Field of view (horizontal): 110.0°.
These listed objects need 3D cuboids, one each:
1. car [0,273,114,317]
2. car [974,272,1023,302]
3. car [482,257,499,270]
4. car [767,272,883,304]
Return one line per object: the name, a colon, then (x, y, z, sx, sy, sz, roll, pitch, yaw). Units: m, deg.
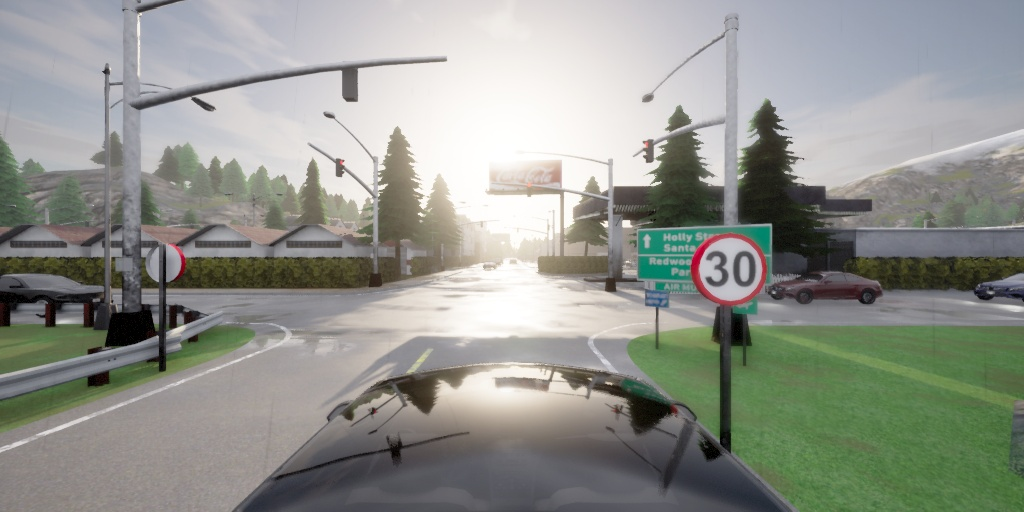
car: (-18.335, 1.419, 13.722, 5.008, 1.535, 1.882, 0, 0, 1)
car: (24.993, 1.467, 16.946, 4.674, 1.442, 1.812, 0, 0, 1)
car: (-3.418, 1.337, 54.841, 1.812, 1.442, 4.674, 0, 1, 0)
car: (14.793, 1.467, 17.048, 4.674, 1.442, 1.812, 0, 0, 0)
